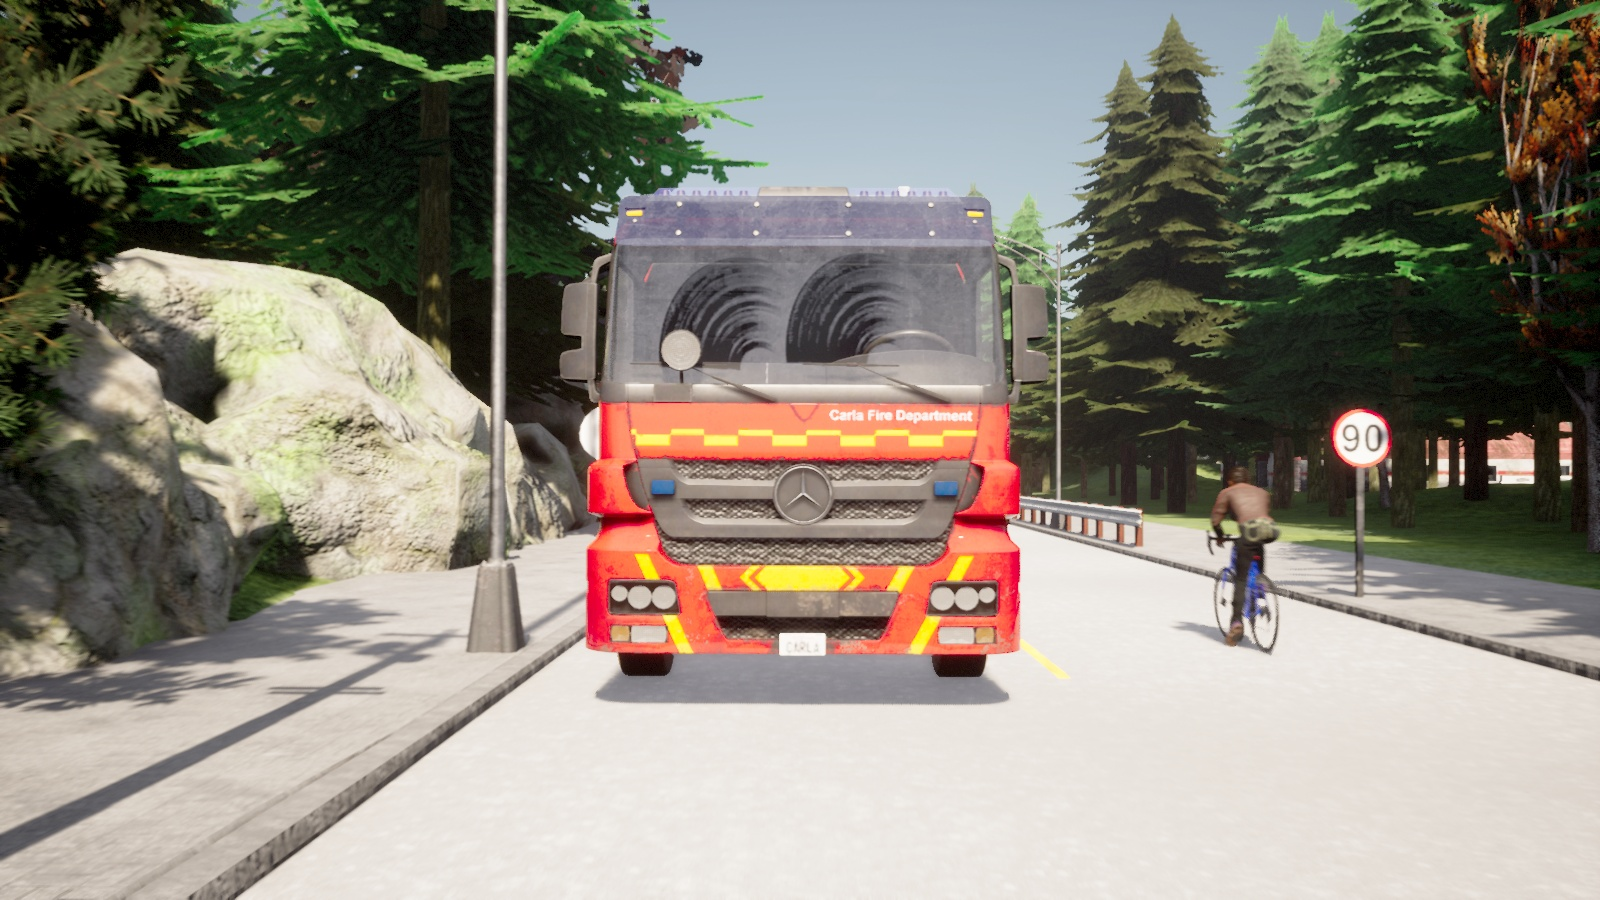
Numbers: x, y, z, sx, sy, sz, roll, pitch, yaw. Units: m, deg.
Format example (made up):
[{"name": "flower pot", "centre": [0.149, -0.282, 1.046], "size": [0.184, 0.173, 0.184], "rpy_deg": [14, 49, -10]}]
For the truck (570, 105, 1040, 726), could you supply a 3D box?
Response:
[{"name": "truck", "centre": [0.043, -0.150, 11.986], "size": [2.891, 3.827, 8.468], "rpy_deg": [0, -1, 0]}]

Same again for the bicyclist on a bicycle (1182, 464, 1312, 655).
[{"name": "bicyclist on a bicycle", "centre": [4.047, 0.944, 11.486], "size": [0.582, 1.620, 1.656], "rpy_deg": [0, -1, 0]}]
